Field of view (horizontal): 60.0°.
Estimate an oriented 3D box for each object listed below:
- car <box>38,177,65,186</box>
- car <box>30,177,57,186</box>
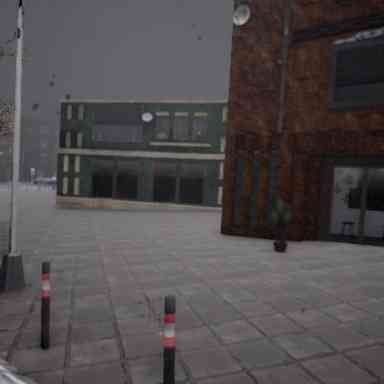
[{"bbox_3d":[-28.854,-2.137,68.372,5.008,1.535,2.097,4,3,22],"label":"car"},{"bbox_3d":[-29.838,-2.190,65.788,4.553,1.767,2.185,4,3,22],"label":"car"}]
